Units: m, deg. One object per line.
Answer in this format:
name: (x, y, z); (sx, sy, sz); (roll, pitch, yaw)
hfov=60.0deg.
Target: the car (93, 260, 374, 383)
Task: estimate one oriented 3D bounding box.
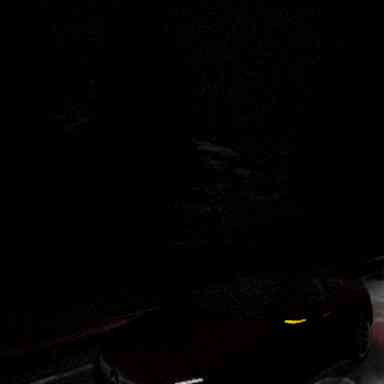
car: (0.970, 1.784, 4.743); (4.674, 1.442, 1.812); (2, -4, -41)
